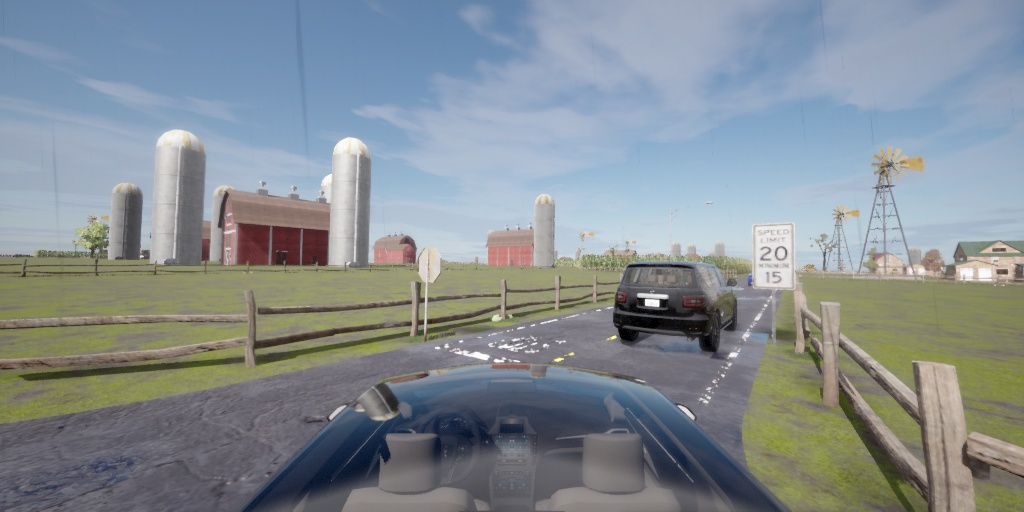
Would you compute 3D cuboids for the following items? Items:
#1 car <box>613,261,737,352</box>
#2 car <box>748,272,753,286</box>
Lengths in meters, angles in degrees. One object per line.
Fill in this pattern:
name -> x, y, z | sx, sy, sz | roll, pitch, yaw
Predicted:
car -> 4.676, 1.171, 9.862 | 2.150, 2.045, 5.566 | -1, -2, 38
car -> 24.354, 2.177, 35.032 | 1.882, 1.535, 5.008 | -1, -2, 38
